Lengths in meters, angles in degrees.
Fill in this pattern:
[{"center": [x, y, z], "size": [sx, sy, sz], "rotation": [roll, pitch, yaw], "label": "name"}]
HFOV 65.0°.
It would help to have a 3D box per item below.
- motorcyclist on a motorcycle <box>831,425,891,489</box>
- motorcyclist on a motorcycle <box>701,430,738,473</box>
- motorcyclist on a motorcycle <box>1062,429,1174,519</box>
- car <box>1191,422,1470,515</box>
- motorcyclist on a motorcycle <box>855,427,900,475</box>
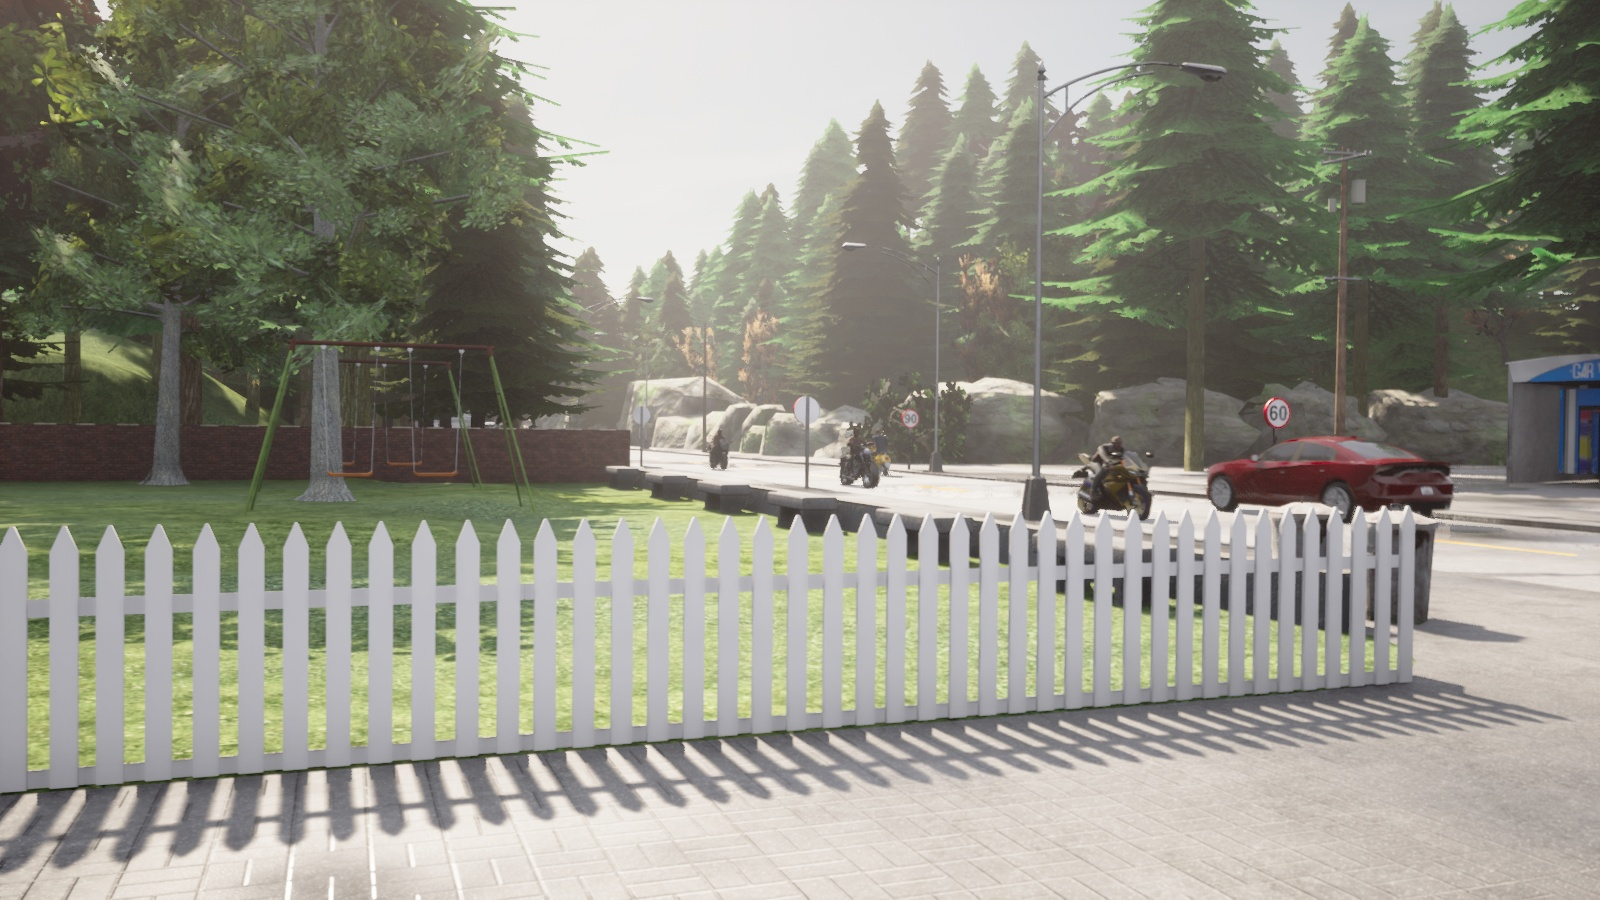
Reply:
[{"center": [1.619, 0.170, 33.841], "size": [0.766, 1.649, 2.350], "rotation": [-1, 1, -20], "label": "motorcyclist on a motorcycle"}, {"center": [-2.971, 0.048, 46.321], "size": [0.797, 1.523, 2.044], "rotation": [-1, 1, -20], "label": "motorcyclist on a motorcycle"}, {"center": [5.712, 0.391, 22.716], "size": [0.866, 1.530, 2.191], "rotation": [-1, 1, -20], "label": "motorcyclist on a motorcycle"}, {"center": [9.693, 0.275, 23.490], "size": [1.882, 1.535, 5.008], "rotation": [-1, 1, -20], "label": "car"}, {"center": [2.619, 0.015, 42.708], "size": [0.866, 1.590, 1.817], "rotation": [-1, 1, -20], "label": "motorcyclist on a motorcycle"}]
